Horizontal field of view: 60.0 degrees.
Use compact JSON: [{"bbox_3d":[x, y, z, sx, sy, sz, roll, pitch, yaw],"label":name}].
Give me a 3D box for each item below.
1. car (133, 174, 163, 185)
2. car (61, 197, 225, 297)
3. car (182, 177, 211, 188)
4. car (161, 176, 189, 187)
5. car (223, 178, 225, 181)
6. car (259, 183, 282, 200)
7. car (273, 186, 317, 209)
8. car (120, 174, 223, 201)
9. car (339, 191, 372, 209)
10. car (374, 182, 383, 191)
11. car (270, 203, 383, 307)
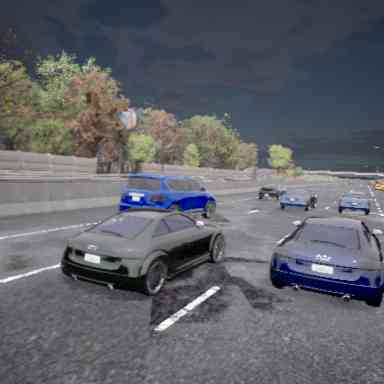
[{"bbox_3d":[-6.514,-1.799,49.597,1.837,1.490,4.892,4,3,28],"label":"car"},{"bbox_3d":[-0.776,1.049,7.486,1.994,1.385,4.181,4,4,27],"label":"car"},{"bbox_3d":[0.745,-1.396,48.401,2.128,1.511,4.902,5,4,28],"label":"car"},{"bbox_3d":[-2.487,-1.617,49.755,1.837,1.490,4.892,5,3,28],"label":"car"},{"bbox_3d":[3.099,-1.246,45.367,2.097,1.767,4.553,5,4,28],"label":"car"},{"bbox_3d":[7.661,-0.026,31.127,1.837,1.490,4.892,4,4,27],"label":"car"},{"bbox_3d":[7.590,0.471,23.473,2.033,1.411,5.357,4,4,27],"label":"car"},{"bbox_3d":[-0.850,0.261,14.825,2.150,2.045,5.566,4,4,27],"label":"car"},{"bbox_3d":[11.218,0.679,22.874,2.033,1.411,5.357,4,4,27],"label":"car"},{"bbox_3d":[43.737,-1.045,77.695,1.882,1.535,5.008,4,4,27],"label":"car"},{"bbox_3d":[3.182,1.234,7.518,1.994,1.385,4.181,4,4,27],"label":"car"}]
